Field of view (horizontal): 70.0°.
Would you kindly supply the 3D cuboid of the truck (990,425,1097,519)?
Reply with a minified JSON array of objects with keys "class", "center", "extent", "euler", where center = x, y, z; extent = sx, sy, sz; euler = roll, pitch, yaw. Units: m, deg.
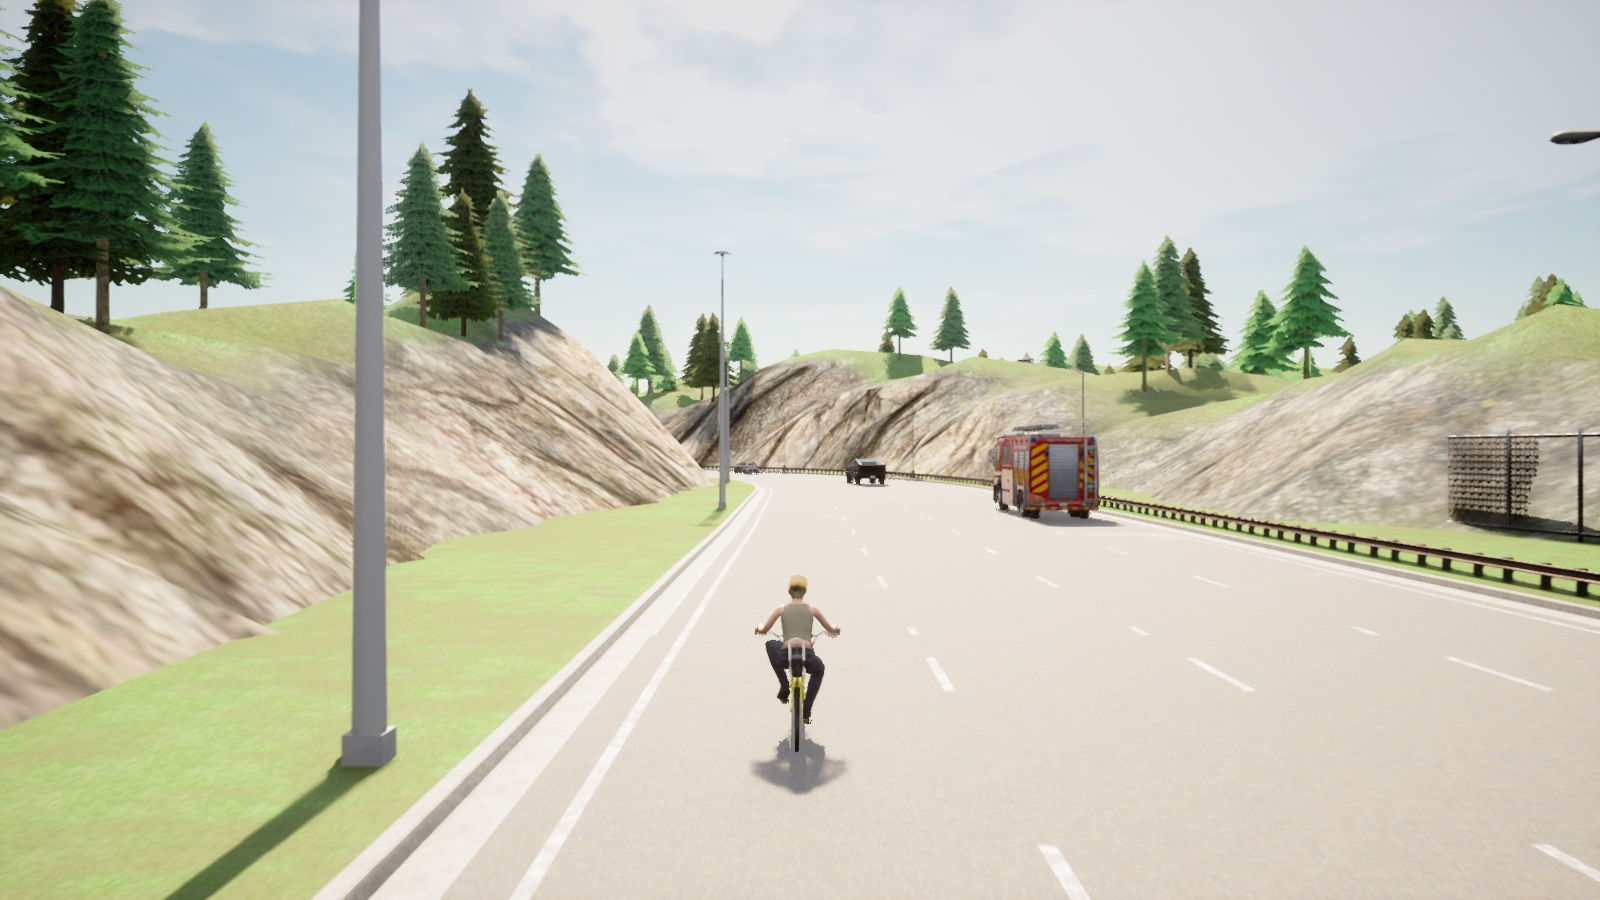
[{"class":"truck","center":[10.534,0.889,50.333],"extent":[2.891,3.827,8.468],"euler":[0,0,0]}]

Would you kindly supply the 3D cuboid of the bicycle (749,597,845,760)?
[{"class":"bicycle","center":[-0.024,2.158,11.054],"extent":[0.859,1.276,1.487],"euler":[0,0,0]}]
